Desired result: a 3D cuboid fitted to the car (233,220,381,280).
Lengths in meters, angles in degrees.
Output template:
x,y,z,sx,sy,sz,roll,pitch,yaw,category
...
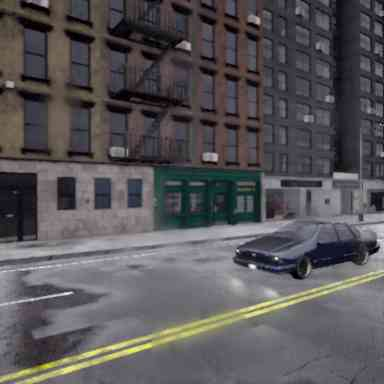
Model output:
x,y,z,sx,sy,sz,roll,pitch,yaw,category
3.793,1.609,10.404,5.357,1.411,2.033,0,0,-35,car
